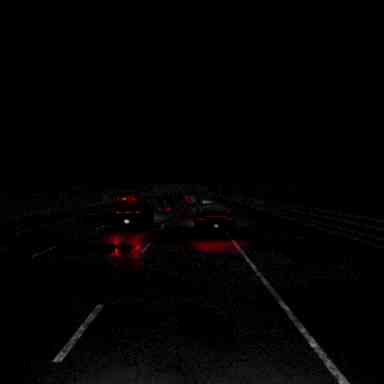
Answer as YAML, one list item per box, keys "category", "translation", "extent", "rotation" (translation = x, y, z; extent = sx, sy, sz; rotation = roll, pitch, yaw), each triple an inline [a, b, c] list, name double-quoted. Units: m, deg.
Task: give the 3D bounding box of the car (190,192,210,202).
- category: "car"
  translation: [1.058, 1.059, 26.947]
  extent: [2.097, 1.767, 4.553]
  rotation: [0, 1, 0]

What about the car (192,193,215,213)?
- category: "car"
  translation: [1.060, 0.997, 32.947]
  extent: [2.097, 1.767, 4.553]
  rotation: [0, 1, 0]

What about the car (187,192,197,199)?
- category: "car"
  translation: [0.023, 0.657, 69.958]
  extent: [2.033, 1.411, 5.357]
  rotation: [0, 1, 0]

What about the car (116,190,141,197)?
- category: "car"
  translation: [-6.887, 0.827, 36.522]
  extent: [2.150, 2.045, 5.566]
  rotation: [0, 0, 0]

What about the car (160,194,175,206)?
- category: "car"
  translation: [-3.385, 1.023, 43.777]
  extent: [2.128, 1.511, 4.902]
  rotation: [0, 1, 0]

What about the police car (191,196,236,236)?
- category: "police car"
  translation: [1.056, 1.235, 17.087]
  extent: [1.930, 1.638, 5.238]
  rotation: [0, 1, 0]

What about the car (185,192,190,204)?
- category: "car"
  translation: [0.020, 0.808, 50.769]
  extent: [2.097, 1.767, 4.553]
  rotation: [0, 0, 0]

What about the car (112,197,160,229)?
- category: "car"
  translation: [-3.393, 1.274, 19.758]
  extent: [2.128, 1.511, 4.902]
  rotation: [0, 1, 0]

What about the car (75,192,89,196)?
- category: "car"
  translation: [-20.978, 0.786, 66.181]
  extent: [1.837, 1.490, 4.892]
  rotation: [0, 1, 0]

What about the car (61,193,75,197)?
- category: "car"
  translation: [-24.478, 0.839, 66.183]
  extent: [1.994, 1.385, 4.181]
  rotation: [0, 1, 0]

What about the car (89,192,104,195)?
- category: "car"
  translation: [-17.491, 0.922, 63.162]
  extent: [1.895, 1.301, 4.718]
  rotation: [0, 1, 0]
